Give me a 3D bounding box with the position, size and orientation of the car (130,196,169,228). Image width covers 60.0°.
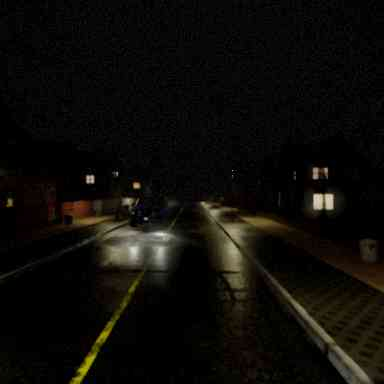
[{"bbox_3d":[-2.759,1.270,22.722,2.150,2.045,5.566,0,-1,0],"label":"car"}]
